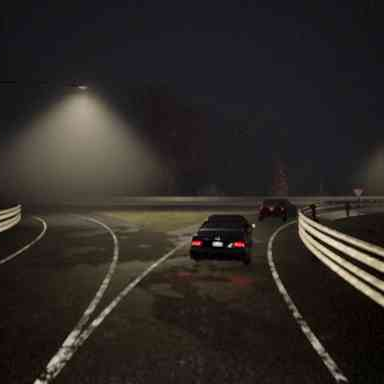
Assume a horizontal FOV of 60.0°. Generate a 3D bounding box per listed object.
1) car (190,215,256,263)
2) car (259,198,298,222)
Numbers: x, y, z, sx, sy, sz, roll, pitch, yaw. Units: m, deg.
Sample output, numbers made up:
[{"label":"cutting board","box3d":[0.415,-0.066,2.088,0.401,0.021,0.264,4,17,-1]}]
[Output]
[{"label":"car","box3d":[1.226,1.509,11.849,2.033,1.411,5.357,0,0,11]},{"label":"car","box3d":[6.828,1.268,26.041,2.097,1.767,4.553,0,0,29]}]
